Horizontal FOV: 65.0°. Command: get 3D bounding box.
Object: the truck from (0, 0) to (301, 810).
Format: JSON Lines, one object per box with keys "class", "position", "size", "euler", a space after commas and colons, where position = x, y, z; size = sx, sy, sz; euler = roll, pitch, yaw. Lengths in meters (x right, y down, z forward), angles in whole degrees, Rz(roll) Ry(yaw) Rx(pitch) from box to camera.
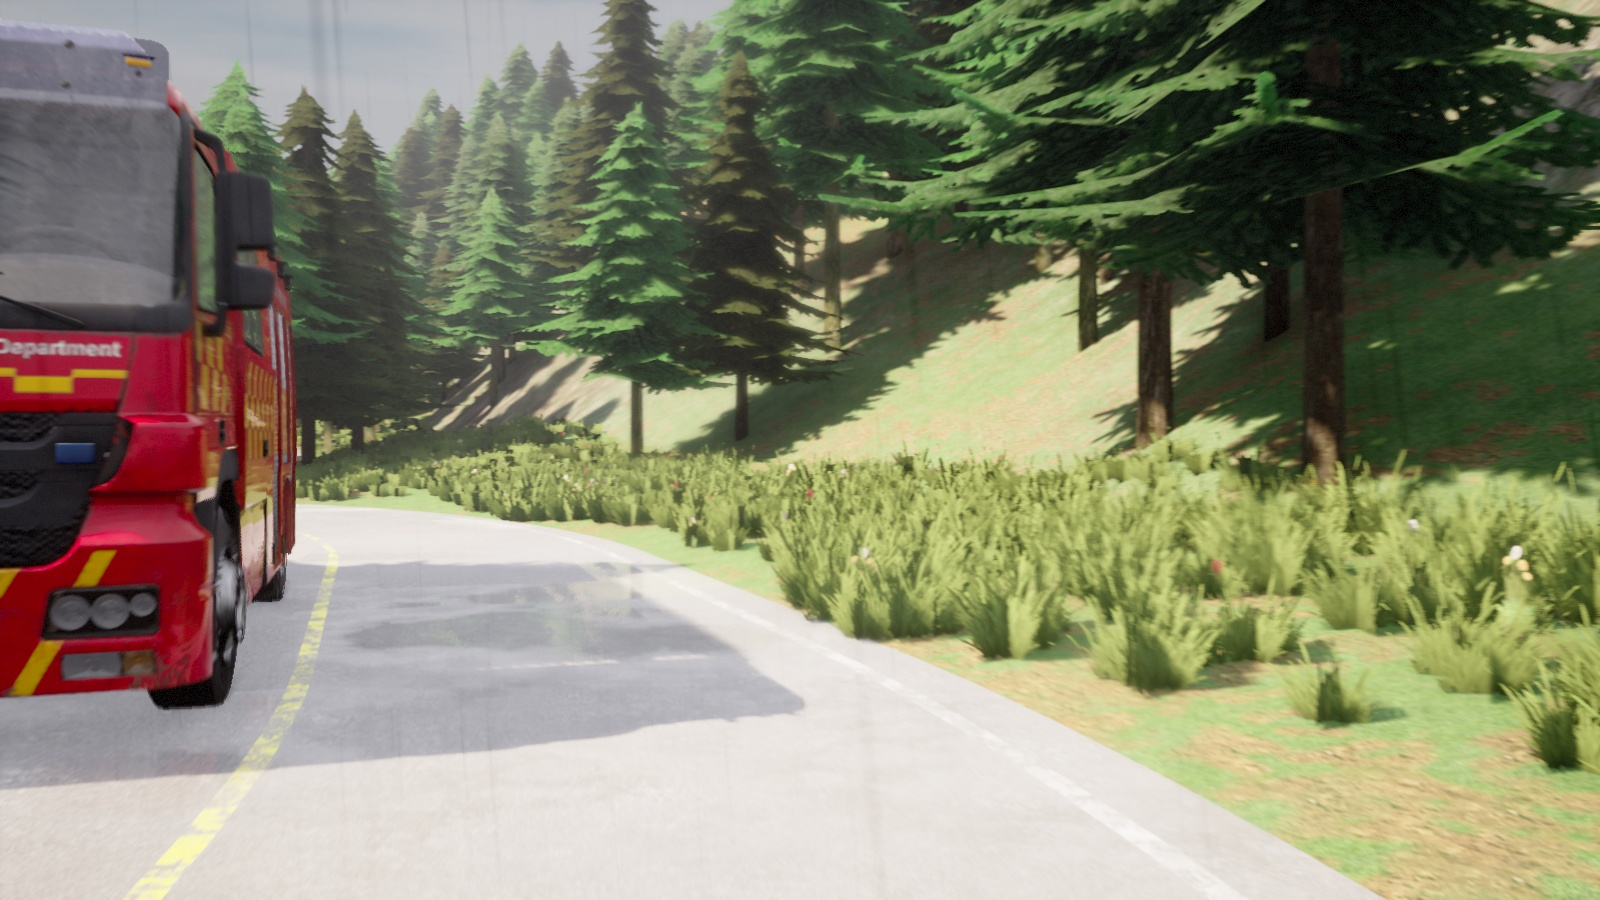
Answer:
{"class": "truck", "position": [-5.311, -0.466, 8.880], "size": [2.891, 3.827, 8.468], "euler": [0, 0, -19]}
